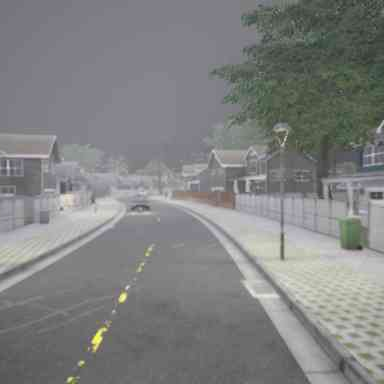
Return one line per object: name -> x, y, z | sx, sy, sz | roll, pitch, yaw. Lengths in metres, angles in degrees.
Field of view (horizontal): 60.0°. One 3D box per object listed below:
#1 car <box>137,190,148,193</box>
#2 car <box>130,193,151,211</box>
car -> -10.632, 0.651, 69.062 | 1.895, 1.301, 4.718 | 0, 1, -6
car -> -5.224, 1.113, 33.675 | 2.033, 1.411, 5.357 | 0, 1, -10
